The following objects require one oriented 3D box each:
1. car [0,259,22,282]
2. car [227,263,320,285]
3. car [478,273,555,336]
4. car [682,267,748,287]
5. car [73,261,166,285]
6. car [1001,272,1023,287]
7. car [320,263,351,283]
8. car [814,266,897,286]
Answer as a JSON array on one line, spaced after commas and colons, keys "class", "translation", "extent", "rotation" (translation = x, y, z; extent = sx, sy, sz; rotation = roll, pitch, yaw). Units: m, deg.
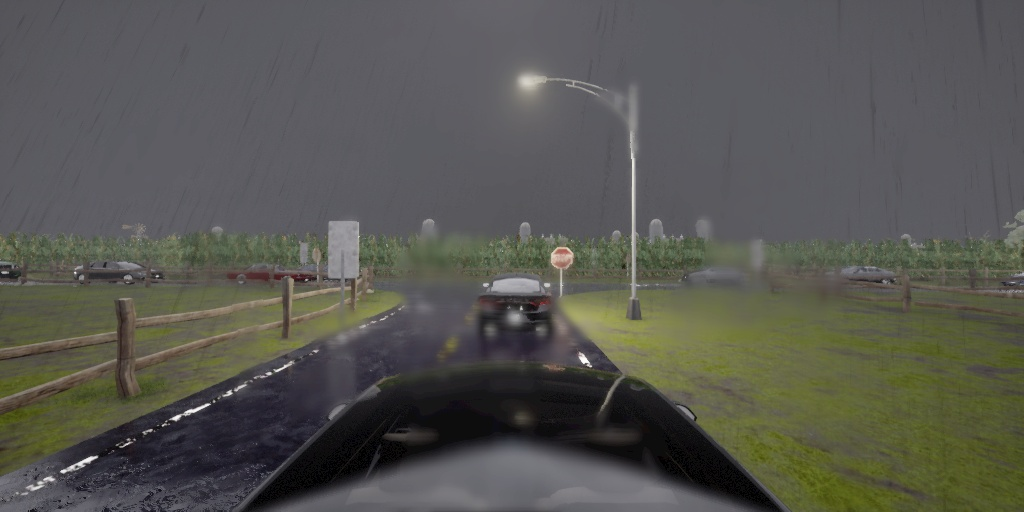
[{"class": "car", "translation": [-35.973, 0.717, 23.549], "extent": [5.566, 2.045, 2.150], "rotation": [0, -1, 1]}, {"class": "car", "translation": [-15.540, 1.229, 23.352], "extent": [4.718, 1.301, 1.895], "rotation": [0, -1, 2]}, {"class": "car", "translation": [0.152, 1.230, 10.478], "extent": [1.882, 1.535, 5.008], "rotation": [0, 0, 2]}, {"class": "car", "translation": [14.719, 1.470, 26.116], "extent": [4.181, 1.385, 1.994], "rotation": [0, -1, 1]}, {"class": "car", "translation": [-25.609, 1.066, 23.463], "extent": [4.892, 1.490, 1.837], "rotation": [0, -1, 1]}, {"class": "car", "translation": [38.563, 1.633, 25.916], "extent": [4.674, 1.442, 1.812], "rotation": [1, -1, 1]}, {"class": "car", "translation": [-14.252, 1.234, 26.327], "extent": [5.357, 1.411, 2.033], "rotation": [0, -1, 0]}, {"class": "car", "translation": [24.835, 1.481, 26.039], "extent": [4.902, 1.511, 2.128], "rotation": [0, -1, 0]}]
